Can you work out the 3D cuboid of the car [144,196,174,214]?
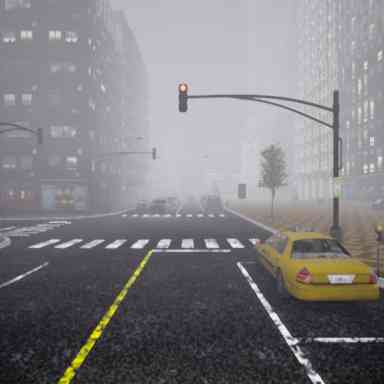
[{"bbox_3d":[-3.361,1.474,35.101,1.882,1.535,5.008,0,0,3],"label":"car"}]

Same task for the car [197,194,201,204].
[{"bbox_3d":[2.504,1.332,62.612,2.192,1.841,5.009,0,0,0],"label":"car"}]

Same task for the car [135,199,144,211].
[{"bbox_3d":[-5.810,1.548,40.482,2.008,1.369,4.403,0,0,0],"label":"car"}]

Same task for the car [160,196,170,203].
[{"bbox_3d":[-5.907,1.613,73.642,1.802,1.307,4.206,0,0,0],"label":"car"}]

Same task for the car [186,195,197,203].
[{"bbox_3d":[-0.202,1.579,69.691,1.994,1.385,4.181,0,0,0],"label":"car"}]

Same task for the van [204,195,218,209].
[{"bbox_3d":[2.552,1.342,46.033,1.690,1.788,3.998,0,0,0],"label":"van"}]

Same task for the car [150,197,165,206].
[{"bbox_3d":[-5.859,1.561,57.062,2.008,1.369,4.403,0,0,0],"label":"car"}]

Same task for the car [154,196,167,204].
[{"bbox_3d":[-5.875,1.562,62.588,1.887,1.381,4.507,0,0,0],"label":"car"}]

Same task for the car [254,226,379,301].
[{"bbox_3d":[2.663,1.522,8.264,1.752,1.417,4.829,0,0,0],"label":"car"}]

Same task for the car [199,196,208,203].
[{"bbox_3d":[2.473,1.576,73.666,1.887,1.381,4.507,0,0,0],"label":"car"}]

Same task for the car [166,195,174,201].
[{"bbox_3d":[-5.954,1.581,90.052,1.752,1.417,4.829,0,0,0],"label":"car"}]

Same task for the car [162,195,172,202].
[{"bbox_3d":[-5.924,1.479,79.169,1.967,1.590,4.097,0,0,0],"label":"car"}]

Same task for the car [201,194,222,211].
[{"bbox_3d":[2.568,1.313,40.507,2.192,1.841,5.009,0,0,0],"label":"car"}]

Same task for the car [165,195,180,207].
[{"bbox_3d":[-3.242,1.509,51.279,1.837,1.490,4.892,0,0,0],"label":"car"}]

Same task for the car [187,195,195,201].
[{"bbox_3d":[-0.230,1.431,79.692,1.882,1.535,5.008,0,0,0],"label":"car"}]

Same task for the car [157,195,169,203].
[{"bbox_3d":[-5.892,1.464,68.115,1.967,1.590,4.097,0,0,0],"label":"car"}]
